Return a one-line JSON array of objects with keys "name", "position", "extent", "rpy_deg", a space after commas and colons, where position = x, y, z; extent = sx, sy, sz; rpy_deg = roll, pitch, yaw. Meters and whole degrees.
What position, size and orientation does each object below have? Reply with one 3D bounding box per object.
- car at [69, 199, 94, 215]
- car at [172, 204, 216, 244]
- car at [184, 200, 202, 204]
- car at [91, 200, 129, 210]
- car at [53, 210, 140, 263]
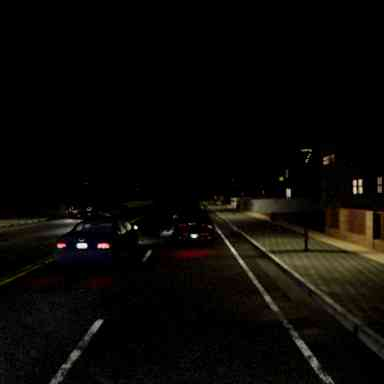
[{"name": "car", "position": [-9.811, 1.499, 31.115], "extent": [2.097, 1.767, 4.553], "rpy_deg": [0, 0, 0]}, {"name": "car", "position": [0.097, 1.581, 16.352], "extent": [1.837, 1.490, 4.892], "rpy_deg": [0, 0, 0]}, {"name": "car", "position": [0.094, 1.698, 39.478], "extent": [1.837, 1.490, 4.892], "rpy_deg": [0, 0, 0]}, {"name": "car", "position": [-6.576, 1.626, 28.397], "extent": [2.128, 1.511, 4.902], "rpy_deg": [0, 0, 0]}, {"name": "car", "position": [-3.160, 1.603, 12.082], "extent": [2.033, 1.411, 5.357], "rpy_deg": [0, 0, 0]}]
